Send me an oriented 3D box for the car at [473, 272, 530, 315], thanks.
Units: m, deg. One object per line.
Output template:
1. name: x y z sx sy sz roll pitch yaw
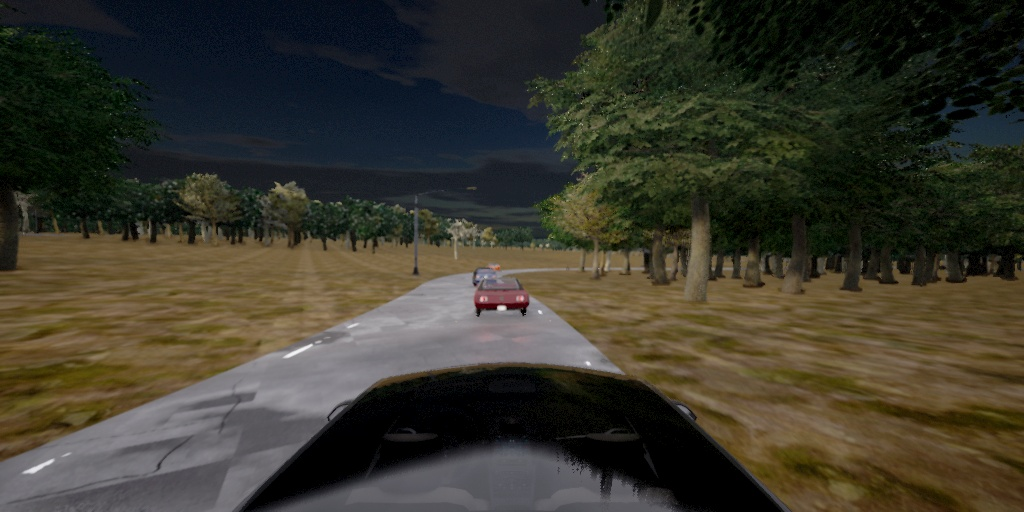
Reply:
1. car: -0.507 1.471 14.117 1.895 1.301 4.718 0 -1 -4

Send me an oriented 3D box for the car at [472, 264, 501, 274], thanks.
1. car: -2.173 1.597 28.442 2.033 1.411 5.357 0 -1 -8
